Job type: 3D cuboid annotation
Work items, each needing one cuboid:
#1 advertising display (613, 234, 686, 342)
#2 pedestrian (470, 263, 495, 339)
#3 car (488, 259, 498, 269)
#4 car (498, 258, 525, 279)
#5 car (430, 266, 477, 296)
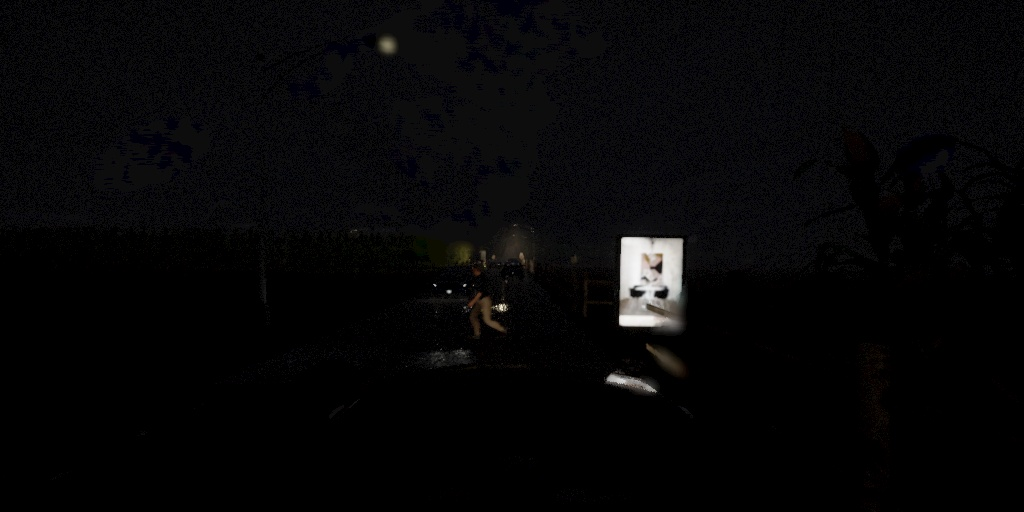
[{"bbox_3d":[3.126,0.736,8.286,1.540,2.440,0.280,0,0,0],"label":"advertising display"},{"bbox_3d":[-0.691,1.005,8.283,0.375,1.860,0.375,-1,2,-10],"label":"pedestrian"},{"bbox_3d":[-2.812,1.277,57.824,1.882,1.535,5.008,0,0,0],"label":"car"},{"bbox_3d":[0.091,1.192,31.971,2.128,1.511,4.902,0,0,0],"label":"car"},{"bbox_3d":[-2.846,1.232,18.880,2.033,1.411,5.357,0,0,0],"label":"car"}]
